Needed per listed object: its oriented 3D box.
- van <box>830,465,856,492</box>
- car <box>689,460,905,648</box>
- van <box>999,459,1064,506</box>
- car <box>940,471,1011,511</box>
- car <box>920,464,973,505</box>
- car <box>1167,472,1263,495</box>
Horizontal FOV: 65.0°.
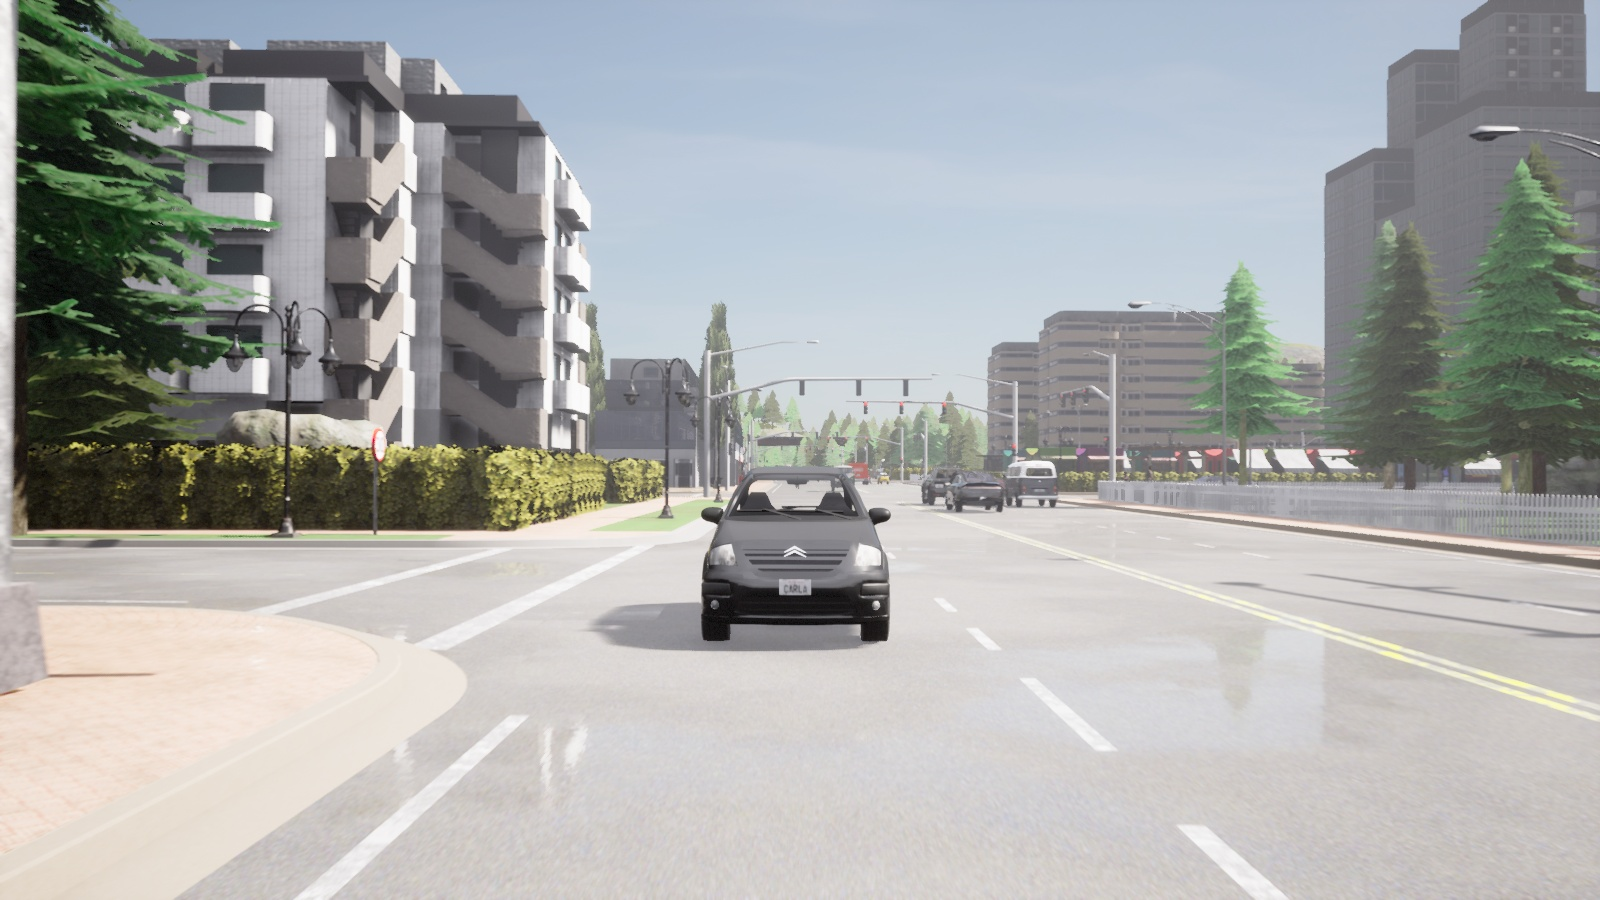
[{"bbox_3d":[3.265,2.157,95.731,1.775,1.987,4.442,0,-1,0],"label":"van"},{"bbox_3d":[-0.032,0.928,12.830,1.851,1.617,3.988,0,-1,0],"label":"car"},{"bbox_3d":[10.361,1.442,56.457,2.069,2.038,4.480,0,-1,0],"label":"van"},{"bbox_3d":[6.880,1.576,49.756,2.128,1.511,4.902,0,-1,0],"label":"car"},{"bbox_3d":[6.854,1.592,59.044,1.932,1.855,4.605,0,-1,0],"label":"car"},{"bbox_3d":[26.203,2.086,79.393,5.357,1.411,2.033,0,-1,-1],"label":"car"}]
